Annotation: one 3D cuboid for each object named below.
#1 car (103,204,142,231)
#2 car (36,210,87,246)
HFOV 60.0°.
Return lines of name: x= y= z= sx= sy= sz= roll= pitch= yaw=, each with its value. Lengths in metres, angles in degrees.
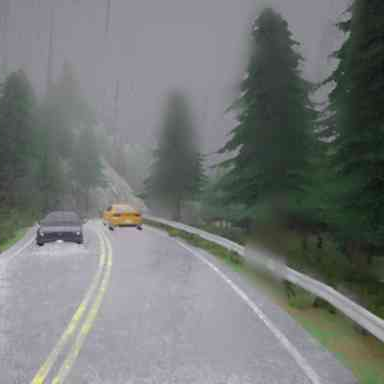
car: x=-4.504 y=1.514 z=21.231 sx=1.882 sy=1.535 sz=5.008 roll=1 pitch=0 yaw=-20
car: x=-5.995 y=1.540 z=15.545 sx=2.033 sy=1.411 sz=5.357 roll=1 pitch=0 yaw=-18
